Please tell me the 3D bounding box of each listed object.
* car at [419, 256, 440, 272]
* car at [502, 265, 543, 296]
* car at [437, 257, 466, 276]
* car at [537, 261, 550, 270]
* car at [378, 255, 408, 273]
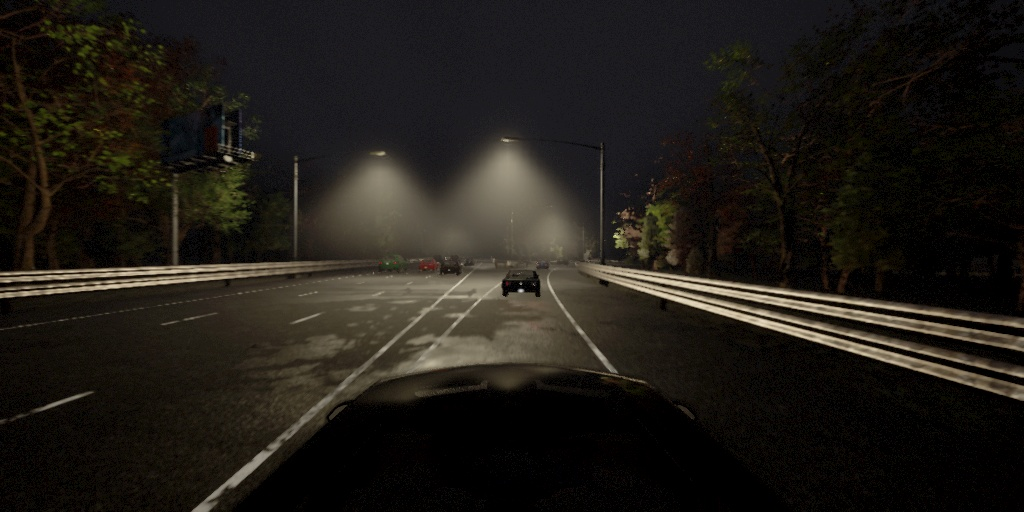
[{"bbox_3d":[-10.072,1.154,43.763,1.882,1.535,5.008,0,0,-3],"label":"car"},{"bbox_3d":[0.558,1.350,19.200,1.895,1.301,4.718,1,0,3],"label":"car"},{"bbox_3d":[-6.127,1.179,36.563,1.882,1.535,5.008,0,0,-3],"label":"car"},{"bbox_3d":[5.121,1.479,58.201,2.033,1.411,5.357,0,0,11],"label":"car"},{"bbox_3d":[-13.388,0.881,40.659,2.150,2.045,5.566,0,0,-3],"label":"car"}]
